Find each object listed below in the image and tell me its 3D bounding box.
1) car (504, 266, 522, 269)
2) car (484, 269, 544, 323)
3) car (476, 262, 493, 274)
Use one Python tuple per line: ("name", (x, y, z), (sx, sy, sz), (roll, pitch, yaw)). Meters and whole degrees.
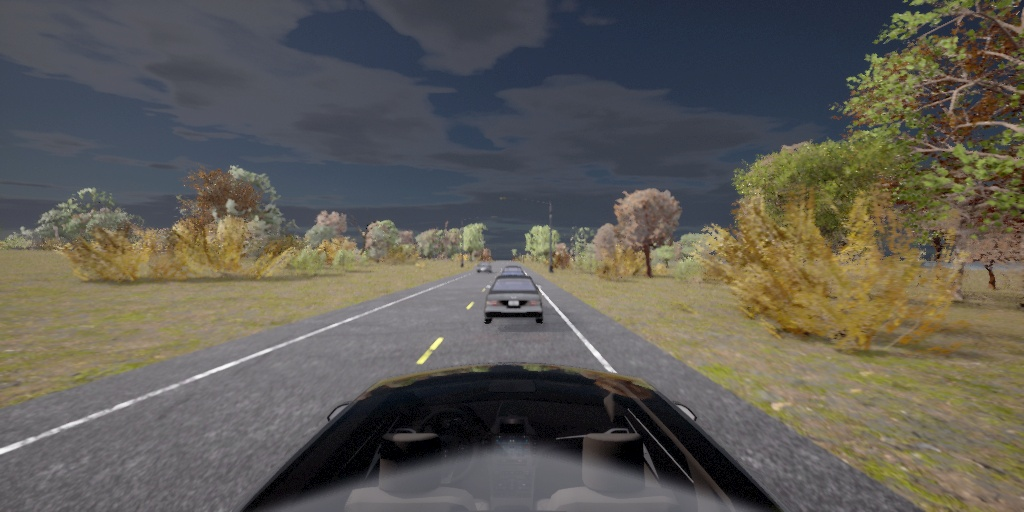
("car", (0.068, 1.454, 27.410), (2.033, 1.411, 5.357), (0, 0, 0))
("car", (0.065, 1.362, 12.425), (2.033, 1.411, 5.357), (0, 0, 0))
("car", (-3.589, 1.525, 47.015), (2.128, 1.511, 4.902), (0, 0, 0))
